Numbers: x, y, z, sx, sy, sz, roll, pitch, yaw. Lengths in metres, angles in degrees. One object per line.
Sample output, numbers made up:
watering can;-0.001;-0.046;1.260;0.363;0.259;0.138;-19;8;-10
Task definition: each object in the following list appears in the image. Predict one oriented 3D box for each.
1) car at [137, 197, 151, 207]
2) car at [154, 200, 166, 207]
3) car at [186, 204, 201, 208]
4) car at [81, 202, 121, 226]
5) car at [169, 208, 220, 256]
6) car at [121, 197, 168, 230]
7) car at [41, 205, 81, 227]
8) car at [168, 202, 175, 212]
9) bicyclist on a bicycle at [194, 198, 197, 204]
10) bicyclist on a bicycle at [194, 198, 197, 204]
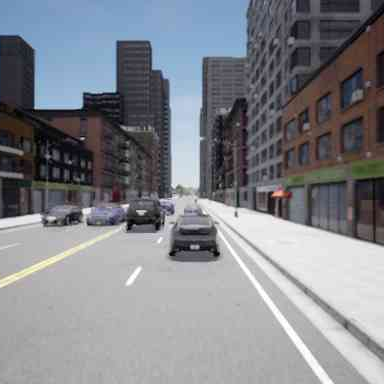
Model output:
car;-9.710;2.022;67.815;2.150;2.045;5.566;0;-1;0
car;-6.461;2.319;67.841;2.128;1.511;4.902;0;-1;0
car;0.119;1.907;32.342;2.033;1.411;5.357;0;-1;0
car;-6.584;1.634;25.708;2.097;1.767;4.553;0;-1;0
car;0.102;1.657;13.885;1.837;1.490;4.892;0;0;0
car;-3.135;1.477;23.274;2.150;2.045;5.566;0;0;0
car;-9.835;1.772;25.615;2.128;1.511;4.902;0;-1;0
car;-3.124;2.001;41.778;1.812;1.442;4.674;0;-1;0
bicyclist on a bicycle;0.943;2.418;80.859;0.582;1.620;1.656;0;-1;0
bicyclist on a bicycle;0.943;2.519;89.856;0.866;1.612;1.509;0;-1;0
